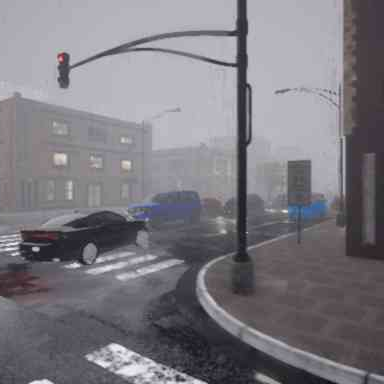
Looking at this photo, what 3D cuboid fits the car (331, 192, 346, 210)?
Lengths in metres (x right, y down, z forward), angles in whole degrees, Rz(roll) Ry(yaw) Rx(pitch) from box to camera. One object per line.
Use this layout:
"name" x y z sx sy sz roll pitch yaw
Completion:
"car" 14.551 1.018 31.778 2.008 1.369 4.403 1 1 36

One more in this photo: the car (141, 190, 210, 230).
"car" -1.550 0.939 19.461 2.150 2.045 5.566 0 1 36

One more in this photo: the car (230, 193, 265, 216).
"car" 4.203 0.936 27.386 2.097 1.767 4.553 0 1 36

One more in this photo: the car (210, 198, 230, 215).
"car" 1.067 1.184 27.466 1.802 1.307 4.206 1 1 36

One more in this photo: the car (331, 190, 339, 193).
"car" 24.483 0.652 59.737 1.802 1.307 4.206 1 1 36

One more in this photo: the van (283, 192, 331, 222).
"van" 7.861 0.962 22.553 1.690 1.788 3.998 1 1 36

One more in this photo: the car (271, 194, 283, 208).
"car" 10.078 0.954 35.470 1.837 1.490 4.892 0 1 36

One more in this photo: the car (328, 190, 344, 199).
"car" 27.829 0.436 64.345 1.967 1.590 4.097 1 1 36

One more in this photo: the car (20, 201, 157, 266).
"car" -3.297 1.325 11.237 1.882 1.535 5.008 -2 1 21
